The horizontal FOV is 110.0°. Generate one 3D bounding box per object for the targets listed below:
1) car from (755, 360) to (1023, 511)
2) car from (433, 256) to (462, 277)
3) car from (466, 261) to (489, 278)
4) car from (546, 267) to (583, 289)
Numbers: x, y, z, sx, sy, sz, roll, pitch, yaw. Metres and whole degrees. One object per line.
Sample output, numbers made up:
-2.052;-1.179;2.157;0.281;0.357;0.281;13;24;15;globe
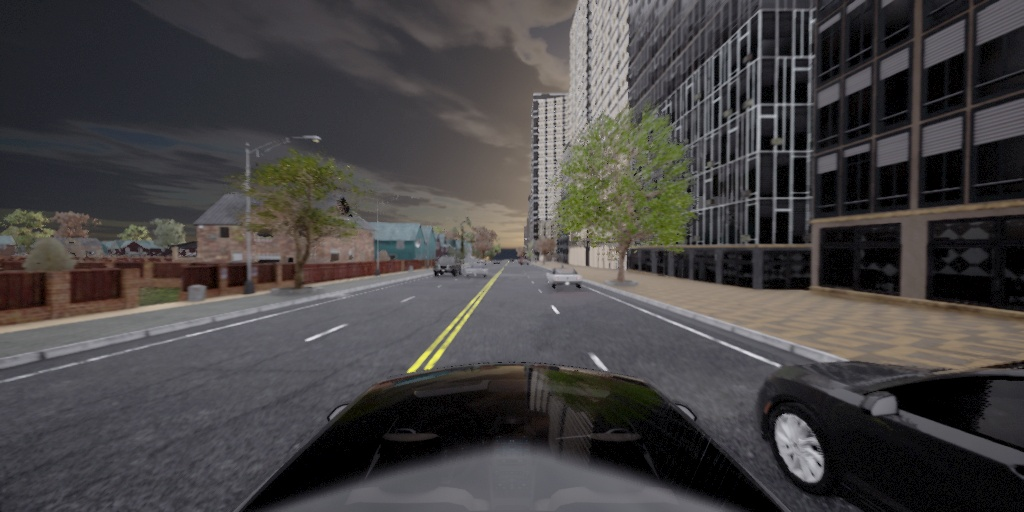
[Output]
3.349;1.255;1.605;1.837;1.490;4.892;0;0;0;car
-6.572;1.063;37.137;2.150;2.045;5.566;0;0;0;car
-3.333;1.433;34.800;1.895;1.301;4.718;0;0;0;car
3.353;1.401;23.904;1.895;1.301;4.718;0;0;0;car
